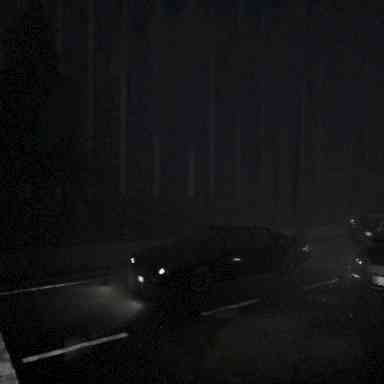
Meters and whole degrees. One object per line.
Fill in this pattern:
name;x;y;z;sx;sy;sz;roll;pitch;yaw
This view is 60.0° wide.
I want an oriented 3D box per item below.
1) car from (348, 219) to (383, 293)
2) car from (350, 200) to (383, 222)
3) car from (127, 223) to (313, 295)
car;5.852;1.563;8.166;4.902;1.511;2.128;1;0;-35
car;9.316;1.347;14.940;5.566;2.045;2.150;1;0;-35
car;1.021;1.589;9.020;5.357;1.411;2.033;1;0;-36
